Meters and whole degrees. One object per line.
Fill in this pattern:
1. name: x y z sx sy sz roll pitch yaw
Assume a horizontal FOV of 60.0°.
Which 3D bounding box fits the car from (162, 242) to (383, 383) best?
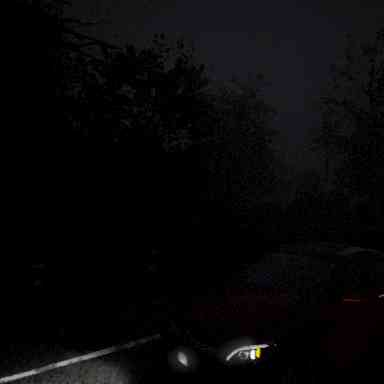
1. car: 1.806 1.541 4.953 4.674 1.442 1.812 0 0 -35
